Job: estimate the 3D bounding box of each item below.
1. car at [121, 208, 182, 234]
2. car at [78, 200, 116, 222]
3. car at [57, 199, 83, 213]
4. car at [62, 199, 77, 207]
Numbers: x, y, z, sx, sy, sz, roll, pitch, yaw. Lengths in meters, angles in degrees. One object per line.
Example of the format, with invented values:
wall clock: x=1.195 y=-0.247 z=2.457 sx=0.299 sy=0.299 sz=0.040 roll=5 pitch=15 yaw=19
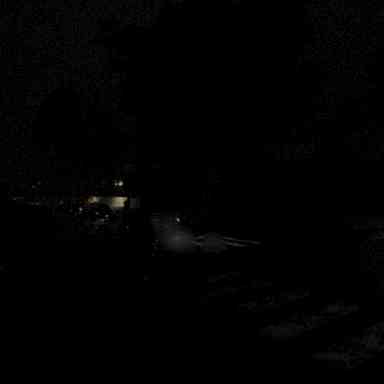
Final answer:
car: x=-2.561 y=1.683 z=20.211 sx=1.895 sy=1.301 sz=4.718 roll=-1 pitch=0 yaw=-34
car: x=-8.102 y=1.678 z=28.736 sx=1.812 sy=1.442 sz=4.674 roll=-1 pitch=0 yaw=-32
car: x=-15.144 y=1.788 z=40.462 sx=2.033 sy=1.411 sz=5.357 roll=-1 pitch=0 yaw=-30
car: x=-21.294 y=1.885 z=57.838 sx=1.994 sy=1.385 sz=4.181 roll=-1 pitch=0 yaw=-26
